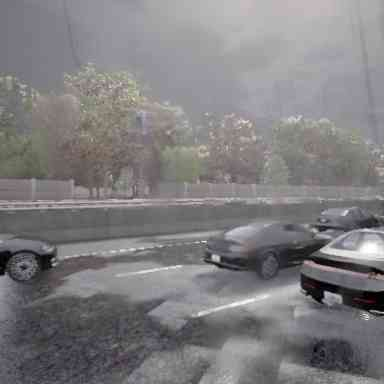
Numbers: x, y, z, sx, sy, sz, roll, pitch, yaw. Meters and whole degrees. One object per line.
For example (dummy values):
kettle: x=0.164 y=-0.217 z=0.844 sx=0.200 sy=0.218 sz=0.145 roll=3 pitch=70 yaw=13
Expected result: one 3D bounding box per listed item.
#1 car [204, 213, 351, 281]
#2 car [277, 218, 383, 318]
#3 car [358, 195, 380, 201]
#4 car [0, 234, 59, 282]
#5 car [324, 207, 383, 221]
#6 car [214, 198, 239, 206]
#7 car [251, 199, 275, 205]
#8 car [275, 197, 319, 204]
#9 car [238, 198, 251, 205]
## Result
car: x=2.483 y=1.519 z=9.830 sx=4.674 sy=1.442 sz=1.812 roll=0 pitch=0 yaw=-36
car: x=4.252 y=1.486 z=6.775 sx=4.902 sy=1.511 sz=2.128 roll=0 pitch=0 yaw=-35
car: x=32.789 y=1.383 z=61.629 sx=4.553 sy=1.767 sz=2.097 roll=0 pitch=0 yaw=-35
car: x=-5.897 y=1.491 z=8.138 sx=4.902 sy=1.511 sz=2.128 roll=0 pitch=0 yaw=-35
car: x=8.852 y=1.534 z=18.650 sx=5.357 sy=1.411 sz=2.033 roll=0 pitch=0 yaw=-35
car: x=4.928 y=1.477 z=41.870 sx=4.902 sy=1.511 sz=2.128 roll=0 pitch=0 yaw=-35
car: x=9.049 y=1.512 z=36.212 sx=4.674 sy=1.442 sz=1.812 roll=0 pitch=0 yaw=-36
car: x=10.877 y=1.338 z=33.221 sx=4.553 sy=1.767 sz=2.097 roll=0 pitch=0 yaw=-35
car: x=8.221 y=1.587 z=39.925 sx=4.718 sy=1.301 sz=1.895 roll=0 pitch=0 yaw=-35
